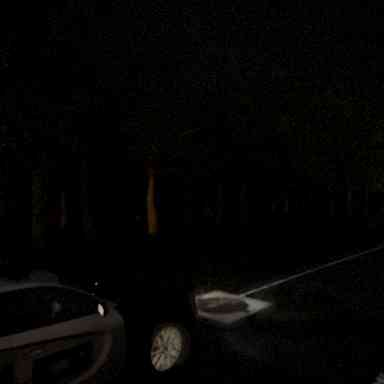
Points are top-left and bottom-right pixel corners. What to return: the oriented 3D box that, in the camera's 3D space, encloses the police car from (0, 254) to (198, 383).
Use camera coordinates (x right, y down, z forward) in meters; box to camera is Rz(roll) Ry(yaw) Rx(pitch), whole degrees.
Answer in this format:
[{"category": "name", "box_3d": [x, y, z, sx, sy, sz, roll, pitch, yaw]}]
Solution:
[{"category": "police car", "box_3d": [-2.032, 1.585, 3.903, 1.930, 1.638, 5.238, -3, -2, 44]}]
